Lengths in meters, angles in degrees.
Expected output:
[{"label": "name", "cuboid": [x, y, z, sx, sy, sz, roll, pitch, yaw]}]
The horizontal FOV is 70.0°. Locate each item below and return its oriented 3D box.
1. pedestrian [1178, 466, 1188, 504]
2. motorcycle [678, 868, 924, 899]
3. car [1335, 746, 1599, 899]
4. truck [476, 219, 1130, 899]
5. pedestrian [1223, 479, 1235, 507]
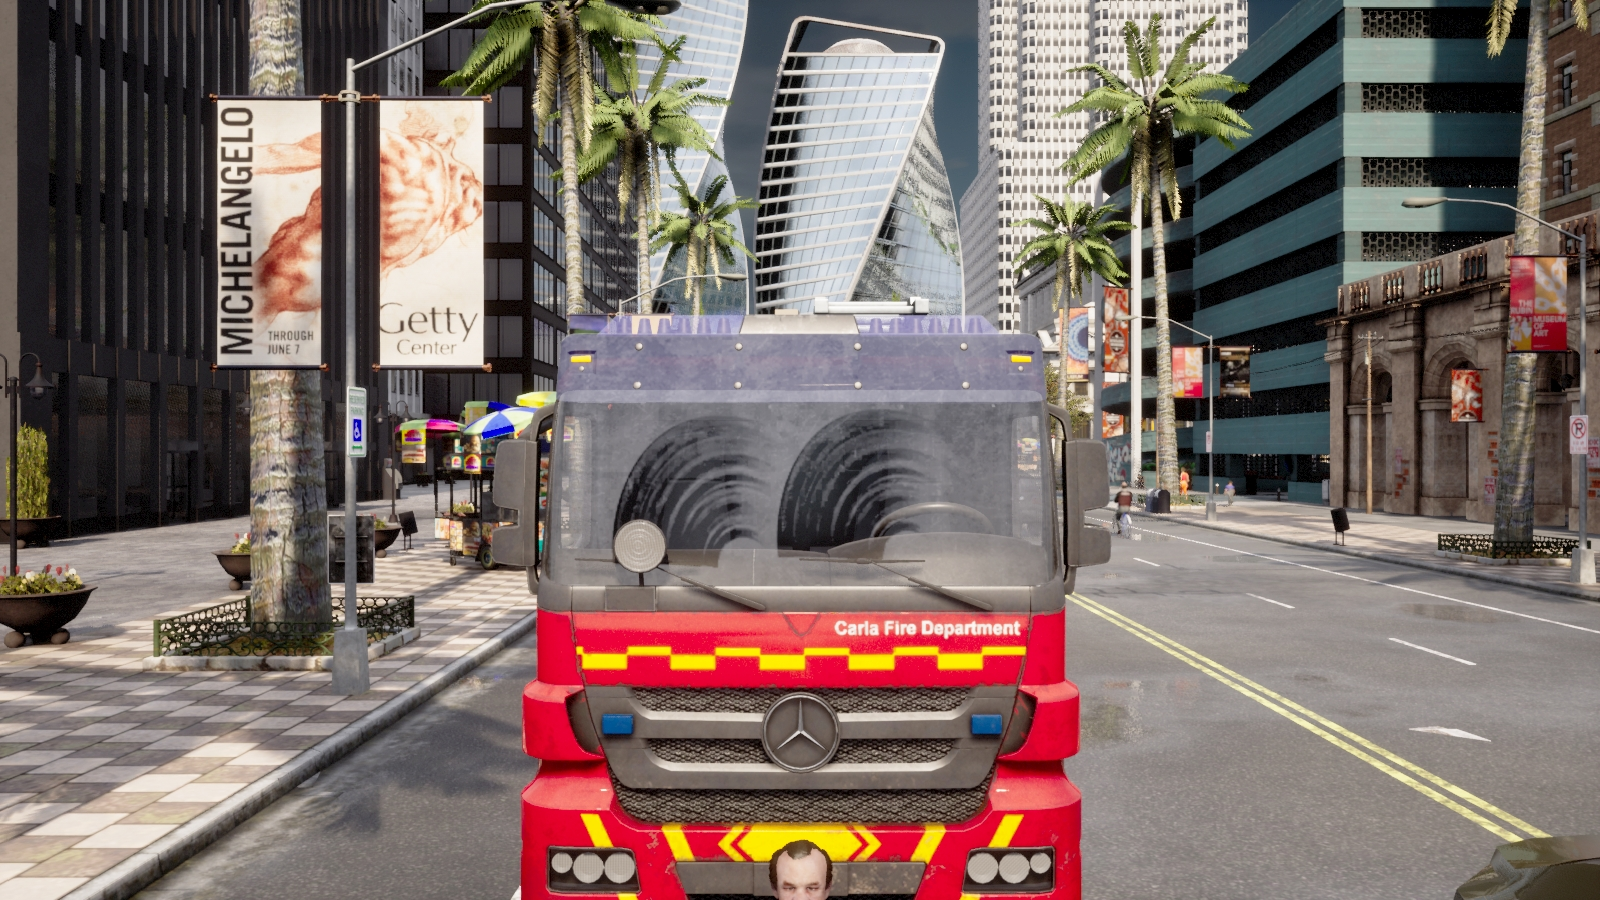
[{"label": "pedestrian", "cuboid": [18.761, 1.696, 55.946, 0.375, 1.860, 0.375, 0, 0, 0]}, {"label": "motorcycle", "cuboid": [0.003, 2.182, 3.373, 0.856, 1.236, 1.805, 0, 0, 0]}, {"label": "car", "cuboid": [3.504, 2.061, 2.660, 2.231, 1.480, 4.892, 0, 0, 0]}, {"label": "truck", "cuboid": [0.019, 0.890, 9.289, 2.891, 3.827, 8.468, 0, 0, 0]}, {"label": "pedestrian", "cuboid": [19.787, 1.976, 52.703, 0.375, 1.300, 0.375, 0, 0, -5]}]
